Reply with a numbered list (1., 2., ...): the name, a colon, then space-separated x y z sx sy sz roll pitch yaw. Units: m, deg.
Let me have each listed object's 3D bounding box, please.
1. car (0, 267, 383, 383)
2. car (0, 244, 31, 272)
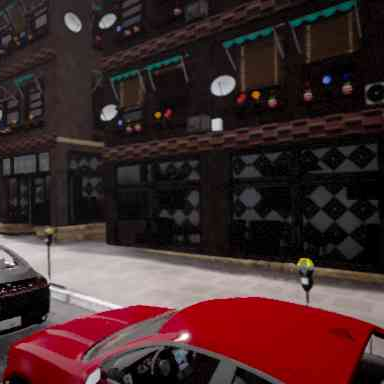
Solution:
1. car: 0.308 1.538 2.525 4.507 1.381 1.887 0 -1 35
2. car: -4.199 1.519 5.732 4.403 1.369 2.008 0 -1 35
